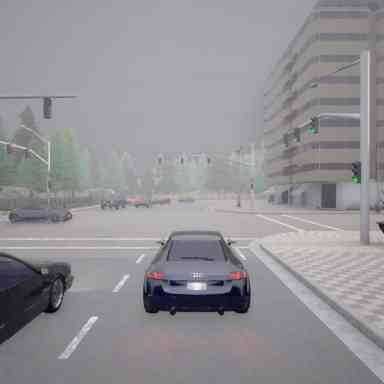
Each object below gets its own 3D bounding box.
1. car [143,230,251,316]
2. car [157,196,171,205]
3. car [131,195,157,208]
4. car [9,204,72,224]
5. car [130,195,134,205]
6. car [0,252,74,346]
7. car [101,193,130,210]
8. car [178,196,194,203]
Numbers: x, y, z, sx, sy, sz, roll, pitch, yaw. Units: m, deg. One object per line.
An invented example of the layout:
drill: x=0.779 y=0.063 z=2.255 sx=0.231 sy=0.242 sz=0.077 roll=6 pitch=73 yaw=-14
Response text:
car: x=0.094 y=1.564 z=7.632 sx=1.994 sy=1.385 sz=4.181 roll=0 pitch=0 yaw=0
car: x=-5.254 y=1.478 z=58.395 sx=1.882 sy=1.535 sz=5.008 roll=0 pitch=0 yaw=17
car: x=-6.828 y=1.547 z=48.088 sx=2.033 sy=1.411 sz=5.357 roll=0 pitch=0 yaw=2
car: x=-11.068 y=1.585 z=24.452 sx=4.181 sy=1.385 sz=1.994 roll=0 pitch=0 yaw=0
car: x=-9.582 y=1.352 z=53.863 sx=2.097 sy=1.767 sz=4.553 roll=0 pitch=0 yaw=8
car: x=-3.426 y=1.547 z=4.599 sx=2.033 sy=1.411 sz=5.357 roll=0 pitch=0 yaw=0
car: x=-10.404 y=1.221 z=44.430 sx=2.150 sy=2.045 sz=5.566 roll=0 pitch=0 yaw=2
car: x=-1.188 y=1.564 z=68.202 sx=1.994 sy=1.385 sz=4.181 roll=0 pitch=0 yaw=29
